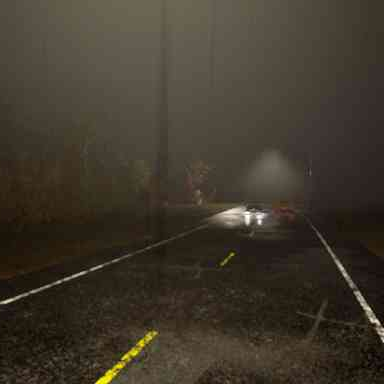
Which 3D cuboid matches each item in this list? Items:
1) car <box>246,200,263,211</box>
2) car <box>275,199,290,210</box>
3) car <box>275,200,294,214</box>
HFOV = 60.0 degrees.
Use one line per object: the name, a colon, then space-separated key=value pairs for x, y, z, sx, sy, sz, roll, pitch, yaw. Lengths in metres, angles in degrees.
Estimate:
car: x=7.989 y=1.731 z=42.324 sx=1.895 sy=1.301 sz=4.718 roll=0 pitch=0 yaw=14
car: x=12.829 y=1.761 z=47.363 sx=1.895 sy=1.301 sz=4.718 roll=0 pitch=0 yaw=13
car: x=10.433 y=1.592 z=37.592 sx=1.882 sy=1.535 sz=5.008 roll=0 pitch=0 yaw=15
